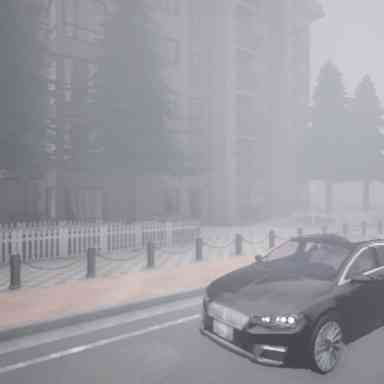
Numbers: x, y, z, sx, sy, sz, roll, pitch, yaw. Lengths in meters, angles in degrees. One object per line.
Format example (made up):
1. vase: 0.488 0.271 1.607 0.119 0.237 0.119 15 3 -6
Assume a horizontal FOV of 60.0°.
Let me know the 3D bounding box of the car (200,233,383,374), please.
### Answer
1. car: 2.363 1.531 5.755 4.902 1.511 2.128 0 0 -37
